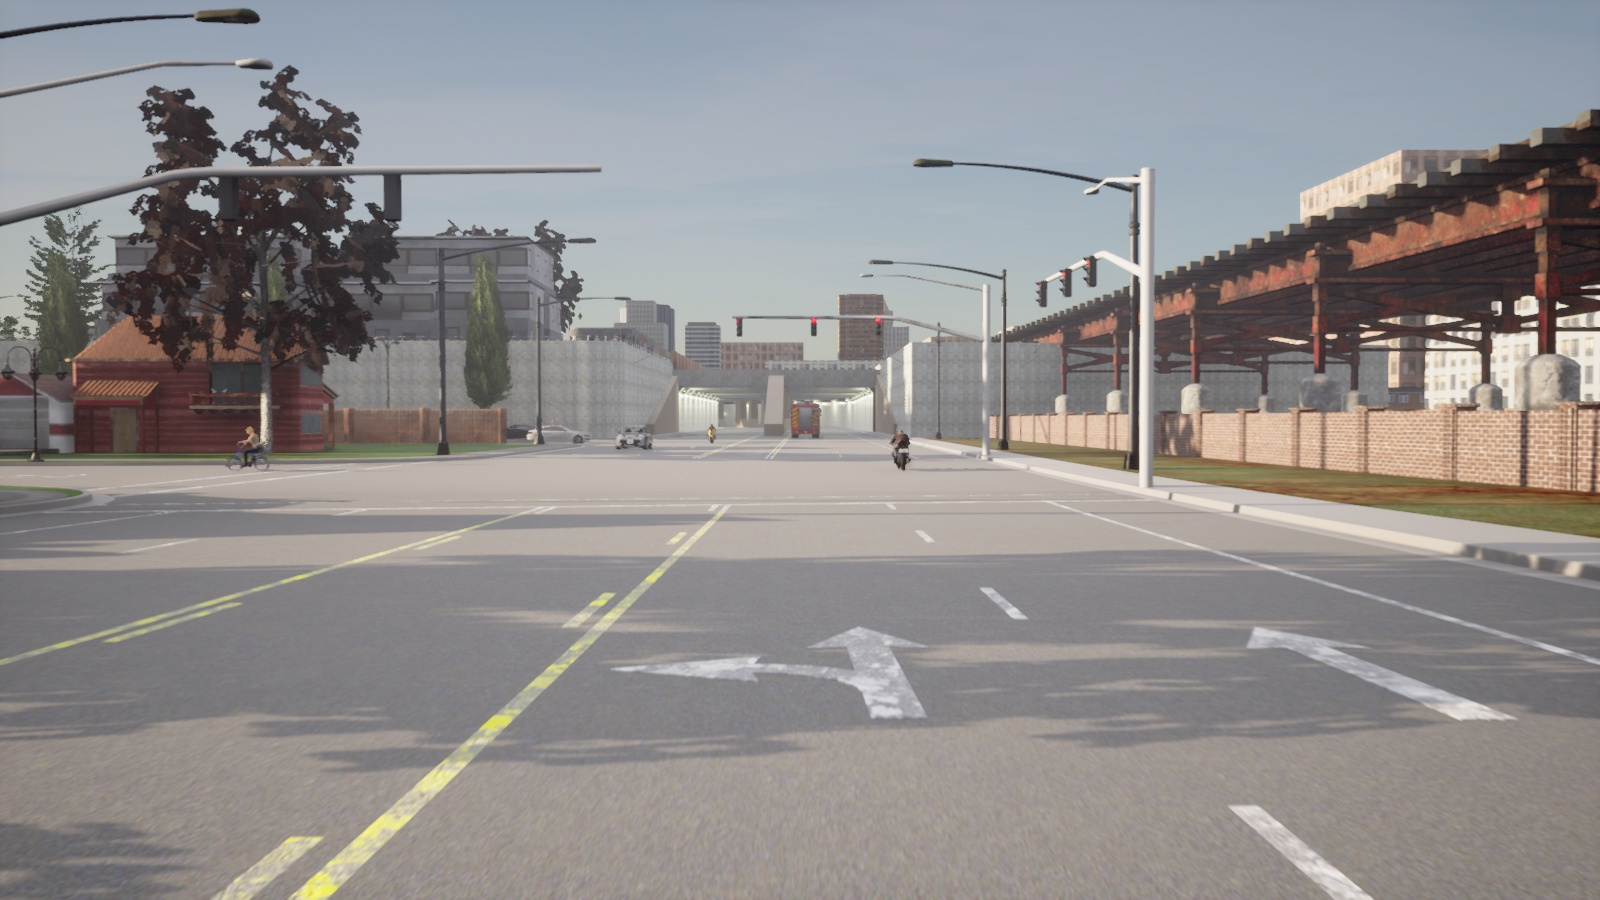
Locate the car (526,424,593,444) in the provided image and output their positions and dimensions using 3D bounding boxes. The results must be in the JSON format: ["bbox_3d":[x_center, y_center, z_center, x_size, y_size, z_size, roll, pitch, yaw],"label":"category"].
[{"bbox_3d":[-17.946,-1.184,93.924,4.674,1.442,1.812,0,1,0],"label":"car"}]

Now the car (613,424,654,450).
[{"bbox_3d":[-10.153,-0.812,76.716,1.970,1.475,3.806,0,1,0],"label":"car"}]

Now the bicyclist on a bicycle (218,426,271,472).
[{"bbox_3d":[-19.880,-0.053,44.985,1.509,1.612,0.866,0,1,-1],"label":"bicyclist on a bicycle"}]

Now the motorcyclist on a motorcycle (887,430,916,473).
[{"bbox_3d":[3.733,0.022,46.332,0.866,1.530,2.191,0,1,-1],"label":"motorcyclist on a motorcycle"}]
